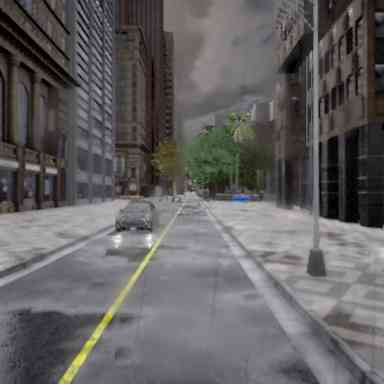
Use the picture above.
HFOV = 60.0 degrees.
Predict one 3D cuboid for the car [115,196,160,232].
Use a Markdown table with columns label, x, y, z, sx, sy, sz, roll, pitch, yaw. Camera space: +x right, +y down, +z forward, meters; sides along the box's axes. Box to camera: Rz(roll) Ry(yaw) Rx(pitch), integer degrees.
| label | x | y | z | sx | sy | sz | roll | pitch | yaw |
| --- | --- | --- | --- | --- | --- | --- | --- | --- | --- |
| car | -3.096 | 1.331 | 19.656 | 2.097 | 1.767 | 4.553 | 0 | 0 | 0 |

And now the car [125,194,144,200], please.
| label | x | y | z | sx | sy | sz | roll | pitch | yaw |
| --- | --- | --- | --- | --- | --- | --- | --- | --- | --- |
| car | -15.331 | 1.328 | 88.719 | 4.829 | 1.417 | 1.752 | 1 | -1 | 0 |

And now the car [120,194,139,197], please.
| label | x | y | z | sx | sy | sz | roll | pitch | yaw |
| --- | --- | --- | --- | --- | --- | --- | --- | --- | --- |
| car | -15.016 | 1.283 | 80.193 | 4.829 | 1.417 | 1.752 | 1 | -1 | 0 |

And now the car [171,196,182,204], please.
| label | x | y | z | sx | sy | sz | roll | pitch | yaw |
| --- | --- | --- | --- | --- | --- | --- | --- | --- | --- |
| car | -3.002 | 1.475 | 64.505 | 2.128 | 1.511 | 4.902 | 0 | 0 | 1 |

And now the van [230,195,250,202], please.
| label | x | y | z | sx | sy | sz | roll | pitch | yaw |
| --- | --- | --- | --- | --- | --- | --- | --- | --- | --- |
| van | 11.905 | 1.543 | 80.087 | 3.998 | 1.788 | 1.690 | 1 | -1 | 0 |
